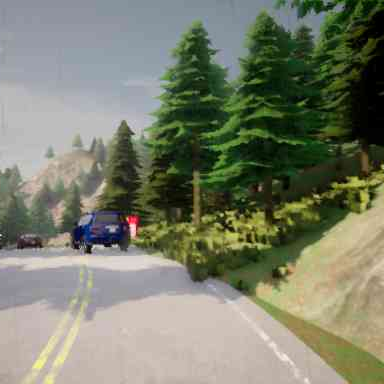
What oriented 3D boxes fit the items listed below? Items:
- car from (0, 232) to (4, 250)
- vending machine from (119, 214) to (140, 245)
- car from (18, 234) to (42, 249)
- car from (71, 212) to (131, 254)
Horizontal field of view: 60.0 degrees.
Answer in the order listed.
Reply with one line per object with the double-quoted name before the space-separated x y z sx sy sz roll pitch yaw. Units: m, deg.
"car" -21.397 5.157 35.429 2.150 2.045 5.566 1 -9 -27
"vending machine" -4.457 2.681 23.711 1.100 2.100 0.880 6 -7 -35
"car" -16.388 4.954 33.596 1.812 1.442 4.674 2 -10 -33
"car" -5.101 2.170 18.216 2.150 2.045 5.566 2 -6 -29
